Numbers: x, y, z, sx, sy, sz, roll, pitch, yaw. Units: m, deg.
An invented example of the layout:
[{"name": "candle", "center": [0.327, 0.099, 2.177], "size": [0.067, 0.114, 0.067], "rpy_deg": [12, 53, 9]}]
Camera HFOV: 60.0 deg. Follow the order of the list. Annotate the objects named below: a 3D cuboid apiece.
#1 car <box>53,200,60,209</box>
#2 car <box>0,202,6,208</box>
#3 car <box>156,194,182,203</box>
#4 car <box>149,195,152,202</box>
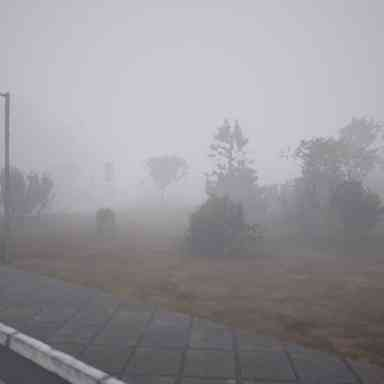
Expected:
[{"name": "car", "center": [-18.504, 1.380, 40.239], "size": [1.837, 1.490, 4.892], "rpy_deg": [0, 0, 39]}, {"name": "car", "center": [-22.905, 1.414, 40.357], "size": [2.033, 1.411, 5.357], "rpy_deg": [0, 0, 39]}, {"name": "car", "center": [-3.810, 1.141, 58.436], "size": [2.128, 1.511, 4.902], "rpy_deg": [0, 1, 39]}, {"name": "car", "center": [-7.426, 1.262, 59.525], "size": [1.895, 1.301, 4.718], "rpy_deg": [0, 1, 39]}]
